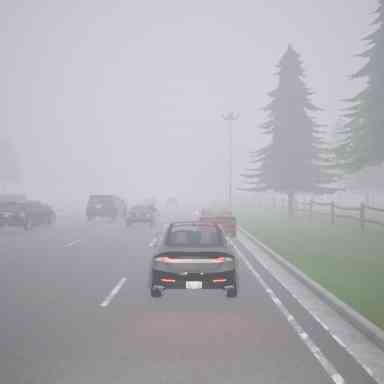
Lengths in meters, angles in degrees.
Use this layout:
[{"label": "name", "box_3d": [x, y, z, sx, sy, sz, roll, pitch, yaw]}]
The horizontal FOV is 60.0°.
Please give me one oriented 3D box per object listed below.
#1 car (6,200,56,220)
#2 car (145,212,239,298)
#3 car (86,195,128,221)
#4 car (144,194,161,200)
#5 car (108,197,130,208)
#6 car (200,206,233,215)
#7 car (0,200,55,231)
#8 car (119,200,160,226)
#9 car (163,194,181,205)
[{"label": "car", "box_3d": [-13.995, 1.491, 29.225, 2.128, 1.511, 4.902, 0, 0, -2]}, {"label": "car", "box_3d": [0.052, 1.492, 8.529, 2.128, 1.511, 4.902, 0, 0, 0]}, {"label": "car", "box_3d": [-6.898, 1.221, 27.152, 2.150, 2.045, 5.566, 0, 0, 0]}, {"label": "car", "box_3d": [-6.899, 1.477, 56.142, 1.882, 1.535, 5.008, 0, 0, 0]}, {"label": "car", "box_3d": [-10.400, 1.491, 47.956, 2.128, 1.511, 4.902, 0, 0, 0]}, {"label": "car", "box_3d": [1.225, 1.478, 17.871, 1.882, 1.535, 5.008, 0, 0, 0]}, {"label": "car", "box_3d": [-10.398, 1.352, 20.899, 2.097, 1.767, 4.553, 0, 0, 0]}, {"label": "car", "box_3d": [-3.400, 1.547, 23.477, 2.033, 1.411, 5.357, 0, 0, 0]}, {"label": "car", "box_3d": [-3.398, 1.506, 57.323, 1.837, 1.490, 4.892, 0, 0, 0]}]
